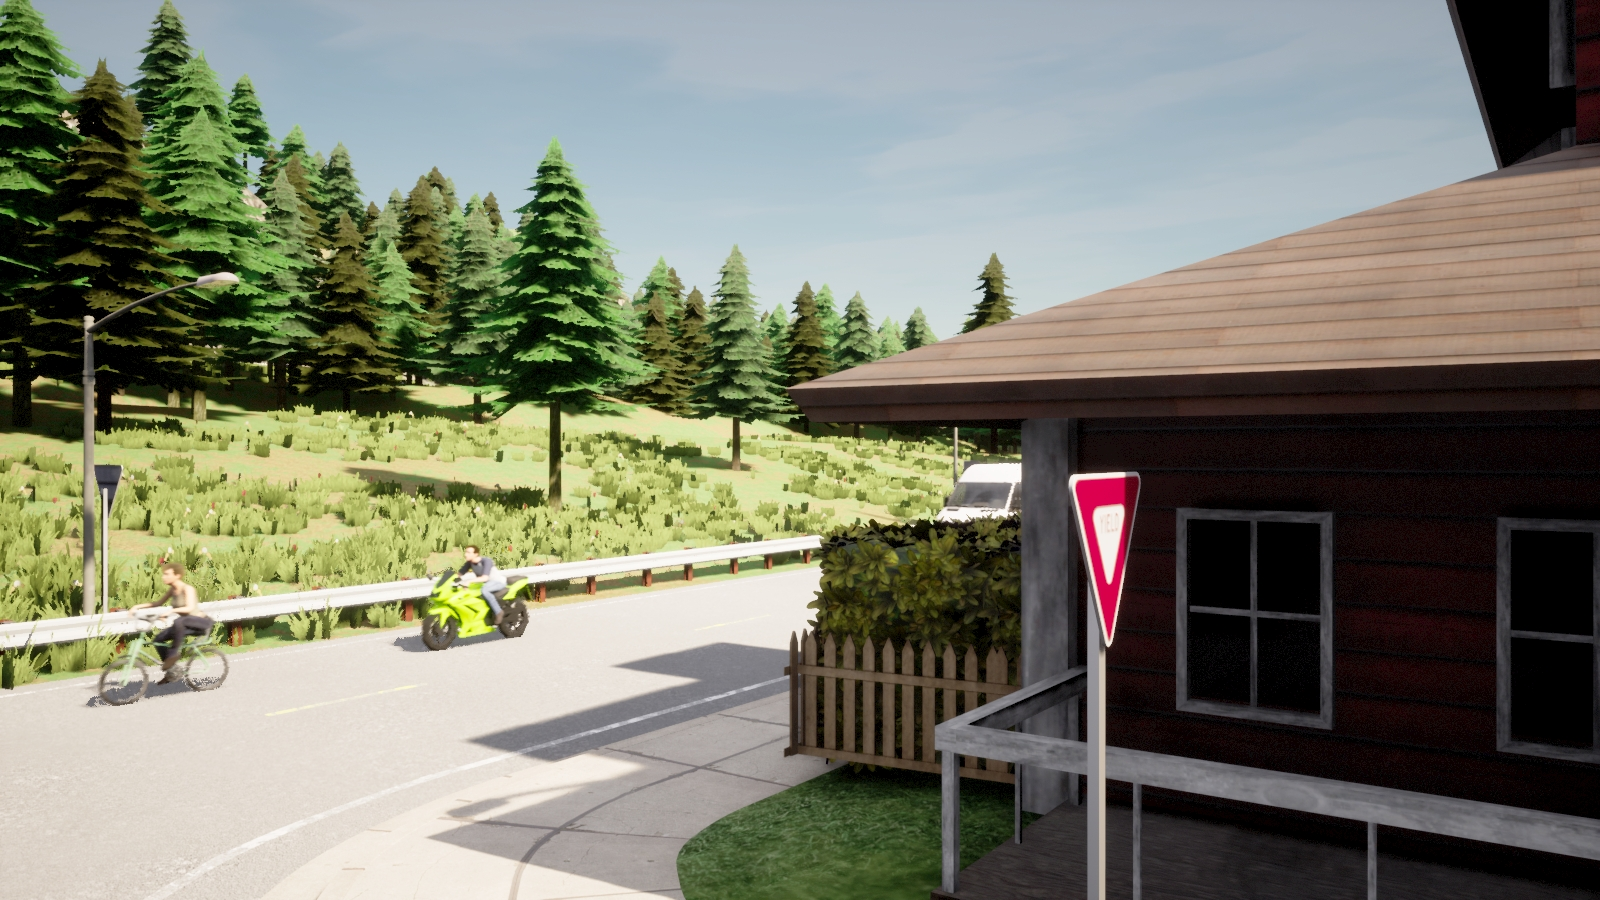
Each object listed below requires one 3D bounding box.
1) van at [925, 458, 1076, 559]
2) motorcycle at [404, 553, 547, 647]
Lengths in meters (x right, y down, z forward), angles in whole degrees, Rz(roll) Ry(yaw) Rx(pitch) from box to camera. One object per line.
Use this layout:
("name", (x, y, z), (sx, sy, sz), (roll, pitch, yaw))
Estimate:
("van", (5.859, 1.534, 32.644), (1.988, 2.561, 5.915), (0, 0, 34))
("motorcycle", (-4.851, 2.213, 17.210), (0.803, 1.145, 2.033), (0, 0, 35))
